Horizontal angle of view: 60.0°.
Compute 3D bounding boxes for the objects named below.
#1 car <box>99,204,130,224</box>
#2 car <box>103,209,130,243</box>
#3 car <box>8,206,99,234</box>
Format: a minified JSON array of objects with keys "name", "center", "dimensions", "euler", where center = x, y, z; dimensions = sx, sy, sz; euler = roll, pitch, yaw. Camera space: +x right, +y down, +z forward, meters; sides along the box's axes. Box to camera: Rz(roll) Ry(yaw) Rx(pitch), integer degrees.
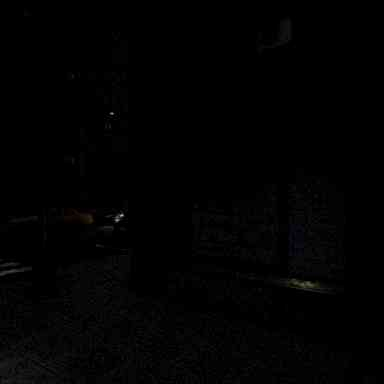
[{"name":"car","center":[-4.975,1.584,24.270],"dimensions":[2.008,1.369,4.403],"euler":[0,0,36]},{"name":"car","center":[-1.604,1.561,15.190],"dimensions":[1.947,1.339,4.313],"euler":[0,0,36]},{"name":"car","center":[-8.224,1.554,19.729],"dimensions":[1.752,1.417,4.829],"euler":[0,0,36]}]
